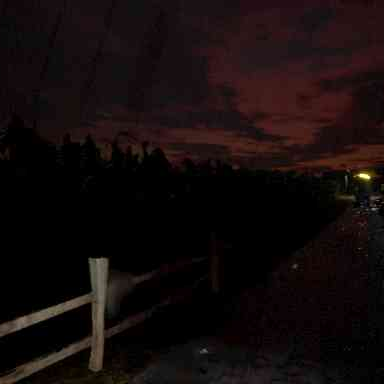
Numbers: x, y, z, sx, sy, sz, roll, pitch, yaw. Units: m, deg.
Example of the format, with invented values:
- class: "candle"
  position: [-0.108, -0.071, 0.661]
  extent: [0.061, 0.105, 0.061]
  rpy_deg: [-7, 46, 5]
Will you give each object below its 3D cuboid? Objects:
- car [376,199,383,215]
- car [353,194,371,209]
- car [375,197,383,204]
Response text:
- class: "car"
  position: [21.527, 1.786, 36.297]
  extent: [1.895, 1.301, 4.718]
  rpy_deg: [0, 0, 28]
- class: "car"
  position: [24.965, 1.285, 48.826]
  extent: [2.150, 2.045, 5.566]
  rpy_deg: [0, 1, 28]
- class: "car"
  position: [29.705, 1.520, 51.921]
  extent: [2.033, 1.411, 5.357]
  rpy_deg: [0, 1, 28]
